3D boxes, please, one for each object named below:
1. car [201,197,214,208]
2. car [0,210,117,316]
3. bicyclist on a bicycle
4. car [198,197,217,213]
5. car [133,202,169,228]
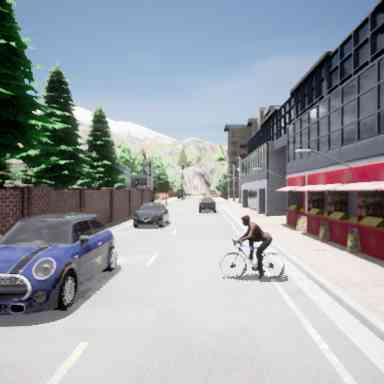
[{"bbox_3d":[2.240,1.466,48.387,1.837,1.490,4.892,0,0,3],"label":"car"},{"bbox_3d":[-3.311,1.345,7.784,2.097,1.767,4.553,0,0,3],"label":"car"},{"bbox_3d":[1.530,1.421,8.461,1.656,1.620,0.582,0,0,3],"label":"bicyclist on a bicycle"},{"bbox_3d":[1.724,1.474,37.044,1.837,1.490,4.892,0,0,3],"label":"car"},{"bbox_3d":[-2.644,1.487,22.209,1.837,1.490,4.892,0,0,3],"label":"car"}]
